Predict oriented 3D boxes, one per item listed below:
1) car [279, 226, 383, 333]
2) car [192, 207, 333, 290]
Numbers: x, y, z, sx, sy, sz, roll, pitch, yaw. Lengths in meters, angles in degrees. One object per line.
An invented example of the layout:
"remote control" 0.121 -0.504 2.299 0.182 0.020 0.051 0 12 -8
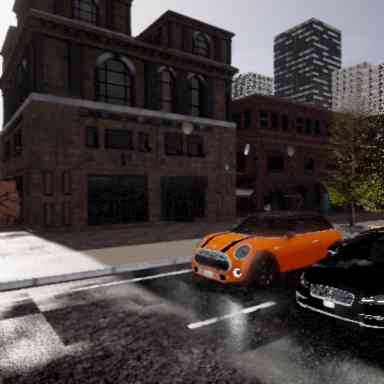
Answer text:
"car" 4.128 1.507 6.625 4.892 1.490 1.837 0 0 -35
"car" 2.218 1.354 9.254 4.553 1.767 2.097 0 0 -35
